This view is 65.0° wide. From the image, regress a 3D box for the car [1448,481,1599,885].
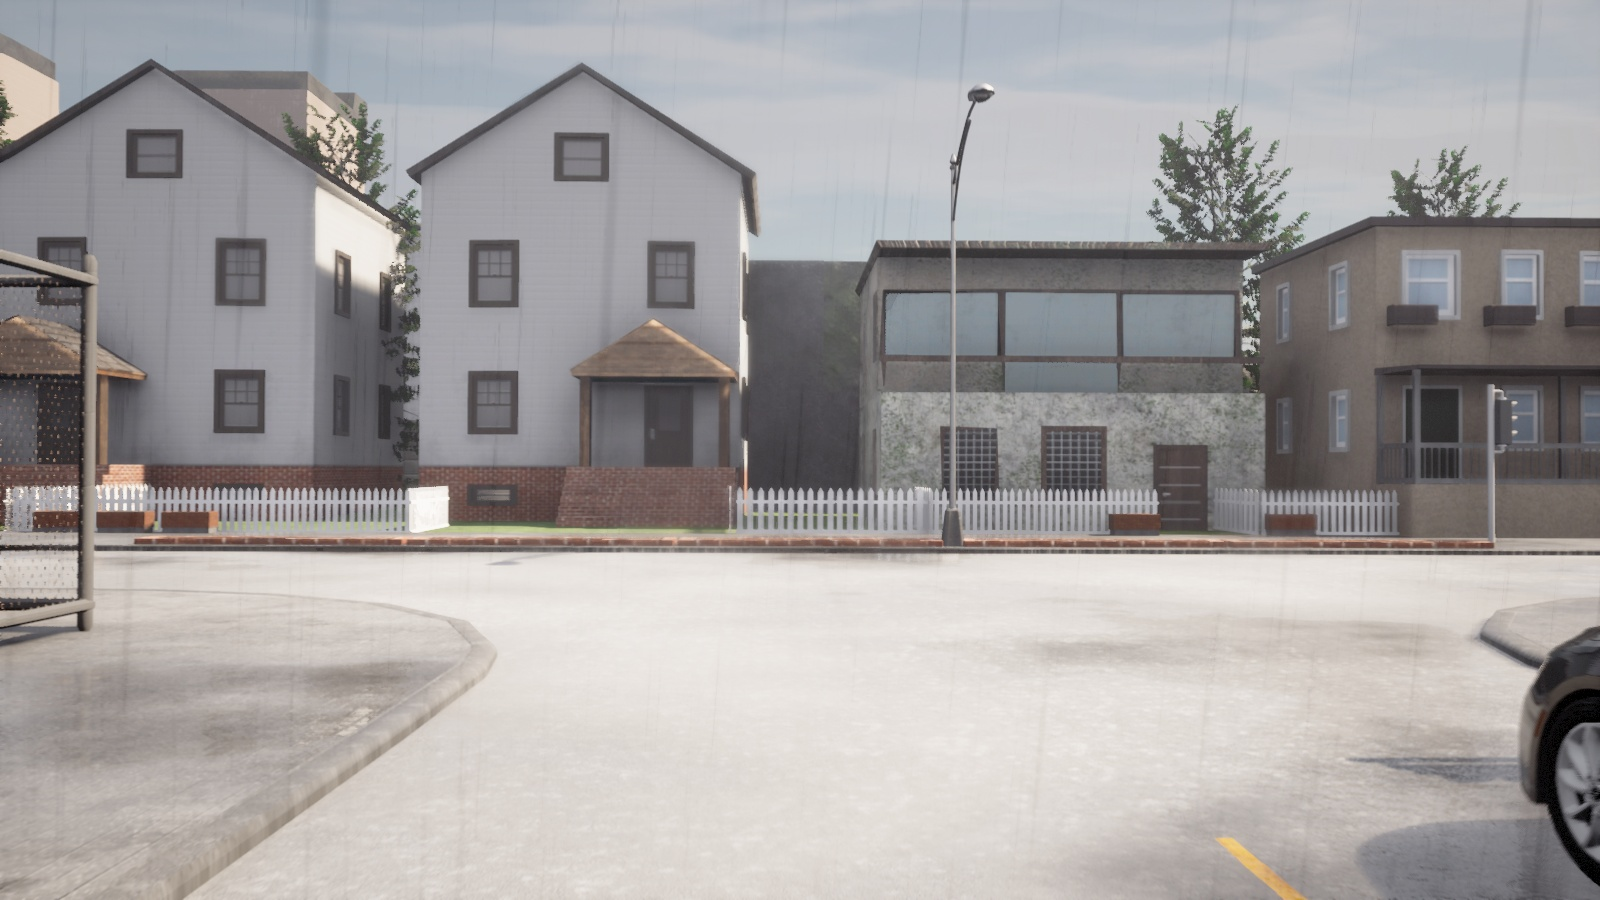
[{"bbox_3d":[3.918,0.850,3.293,1.837,1.490,4.892,0,-1,-1],"label":"car"}]
